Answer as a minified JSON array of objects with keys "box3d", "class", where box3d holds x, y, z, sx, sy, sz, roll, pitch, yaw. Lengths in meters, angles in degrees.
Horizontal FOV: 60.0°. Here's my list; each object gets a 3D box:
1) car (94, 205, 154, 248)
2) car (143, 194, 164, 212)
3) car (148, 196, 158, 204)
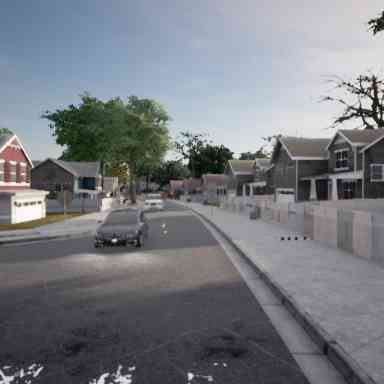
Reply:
[{"box3d":[-2.972,1.556,14.831,1.837,1.490,4.892,0,0,-2],"class":"car"},{"box3d":[-4.534,1.288,39.701,2.150,2.045,5.566,0,0,-5],"class":"car"},{"box3d":[-7.739,1.512,65.690,1.837,1.490,4.892,0,0,-9],"class":"car"}]
